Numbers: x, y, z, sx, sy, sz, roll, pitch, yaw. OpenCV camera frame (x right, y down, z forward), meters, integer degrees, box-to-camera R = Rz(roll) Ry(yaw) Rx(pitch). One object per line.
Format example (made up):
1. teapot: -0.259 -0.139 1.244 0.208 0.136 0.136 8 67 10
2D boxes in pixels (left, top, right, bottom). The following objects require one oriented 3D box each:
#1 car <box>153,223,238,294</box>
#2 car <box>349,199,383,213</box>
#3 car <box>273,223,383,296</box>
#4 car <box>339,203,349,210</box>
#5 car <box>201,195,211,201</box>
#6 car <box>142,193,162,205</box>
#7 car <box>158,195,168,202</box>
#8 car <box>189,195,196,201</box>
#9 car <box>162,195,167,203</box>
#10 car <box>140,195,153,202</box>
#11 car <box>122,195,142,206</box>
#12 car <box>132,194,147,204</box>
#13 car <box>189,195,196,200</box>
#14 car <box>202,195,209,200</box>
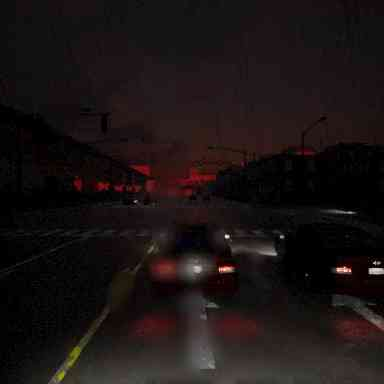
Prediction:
1. car: 0.086 1.547 8.920 2.033 1.411 5.357 0 0 0
2. car: 20.032 1.564 36.343 4.181 1.385 1.994 0 0 0
3. car: 3.578 1.547 8.814 2.033 1.411 5.357 0 0 2
4. car: 20.614 1.547 39.847 5.357 1.411 2.033 0 0 0
5. car: 3.666 1.553 84.154 1.994 1.385 4.181 0 0 0
6. car: -6.974 1.221 57.564 2.150 2.045 5.566 0 0 0
7. car: -6.846 1.500 78.069 1.837 1.490 4.892 0 0 0
8. car: 0.165 1.540 83.551 2.033 1.411 5.357 0 0 0
9. car: -6.878 1.547 67.805 2.033 1.411 5.357 0 0 0
10. car: -10.350 1.525 76.116 2.128 1.511 4.902 0 0 0
11. car: -10.474 1.547 56.697 2.033 1.411 5.357 0 0 0
12. car: -10.397 1.352 66.091 2.097 1.767 4.553 0 0 1
13. car: 0.185 1.500 94.255 1.837 1.490 4.892 0 0 0
14. car: 3.686 1.524 94.508 1.812 1.442 4.674 0 0 0
